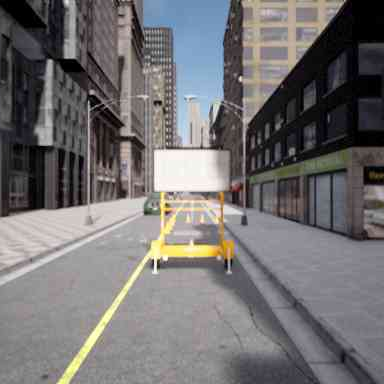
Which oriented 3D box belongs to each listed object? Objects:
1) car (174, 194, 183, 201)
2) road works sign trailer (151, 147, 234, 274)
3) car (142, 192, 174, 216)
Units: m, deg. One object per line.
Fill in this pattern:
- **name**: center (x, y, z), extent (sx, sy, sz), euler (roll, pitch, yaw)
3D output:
- **car**: center (-2.989, 1.228, 71.688), extent (1.812, 1.442, 4.674), euler (0, 0, 0)
- **road works sign trailer**: center (0.007, 0.405, 10.352), extent (2.380, 3.560, 2.880), euler (0, 0, 0)
- **car**: center (-3.094, 1.061, 30.611), extent (2.150, 2.045, 5.566), euler (0, 0, 0)
